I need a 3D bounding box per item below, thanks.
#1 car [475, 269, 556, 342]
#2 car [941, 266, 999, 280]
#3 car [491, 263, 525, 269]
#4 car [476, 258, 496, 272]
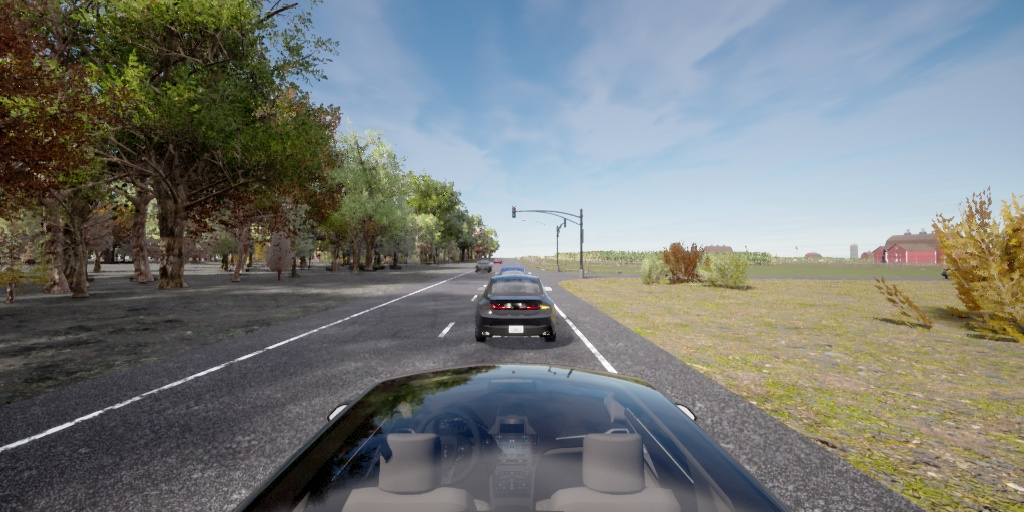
[{"bbox_3d":[0.078,1.257,9.773,1.837,1.490,4.892,0,0,0],"label":"car"},{"bbox_3d":[48.419,1.768,37.793,4.902,1.511,2.128,1,-1,0],"label":"car"},{"bbox_3d":[0.069,1.280,19.022,1.812,1.442,4.674,0,0,0],"label":"car"},{"bbox_3d":[-3.518,1.248,45.440,2.128,1.511,4.902,0,0,0],"label":"car"}]
